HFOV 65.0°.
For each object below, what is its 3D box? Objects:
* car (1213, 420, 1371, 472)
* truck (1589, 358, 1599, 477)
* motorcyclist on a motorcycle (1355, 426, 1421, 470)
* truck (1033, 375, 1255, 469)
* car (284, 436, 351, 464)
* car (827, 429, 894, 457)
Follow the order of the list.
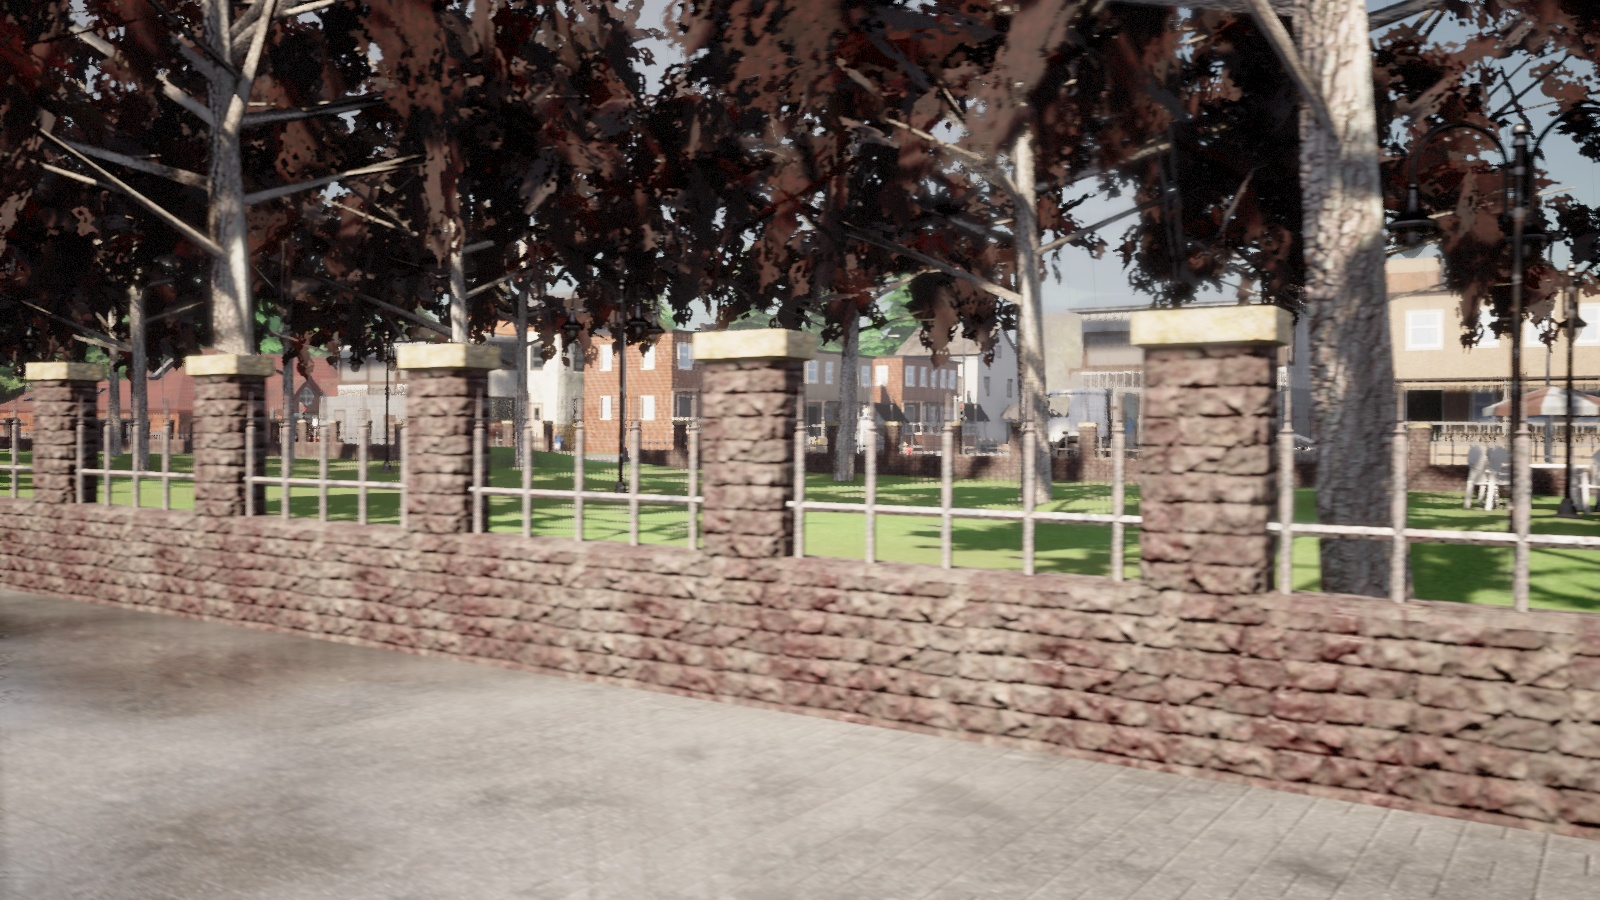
[{"bbox_3d":[16.699,-0.159,42.667,4.611,1.667,2.242,0,1,34],"label":"car"},{"bbox_3d":[27.159,-0.983,35.680,7.936,3.462,2.891,0,1,34],"label":"truck"},{"bbox_3d":[20.910,-0.086,44.669,2.044,1.523,0.797,0,1,34],"label":"motorcyclist on a motorcycle"},{"bbox_3d":[13.497,-1.050,49.590,7.936,3.462,2.891,0,1,34],"label":"truck"},{"bbox_3d":[-27.780,-0.024,72.298,3.705,1.549,1.789,0,1,33],"label":"car"},{"bbox_3d":[3.845,-0.450,78.903,2.033,1.649,4.856,0,1,34],"label":"car"}]
